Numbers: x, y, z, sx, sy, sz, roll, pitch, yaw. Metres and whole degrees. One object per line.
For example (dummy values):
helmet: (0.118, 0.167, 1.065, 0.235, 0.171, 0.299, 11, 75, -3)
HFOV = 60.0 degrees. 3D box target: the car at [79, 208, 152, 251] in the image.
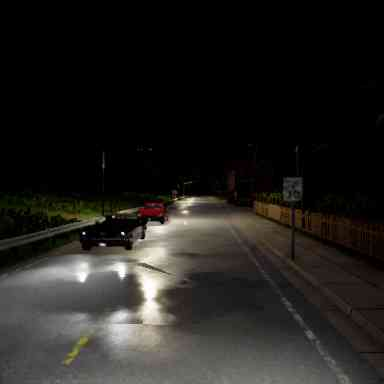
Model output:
car: (-3.179, 1.602, 14.326, 1.895, 1.301, 4.718, 0, 0, 2)

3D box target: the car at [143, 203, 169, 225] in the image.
car: (-2.775, 1.528, 24.288, 1.812, 1.442, 4.674, 0, 0, 2)
